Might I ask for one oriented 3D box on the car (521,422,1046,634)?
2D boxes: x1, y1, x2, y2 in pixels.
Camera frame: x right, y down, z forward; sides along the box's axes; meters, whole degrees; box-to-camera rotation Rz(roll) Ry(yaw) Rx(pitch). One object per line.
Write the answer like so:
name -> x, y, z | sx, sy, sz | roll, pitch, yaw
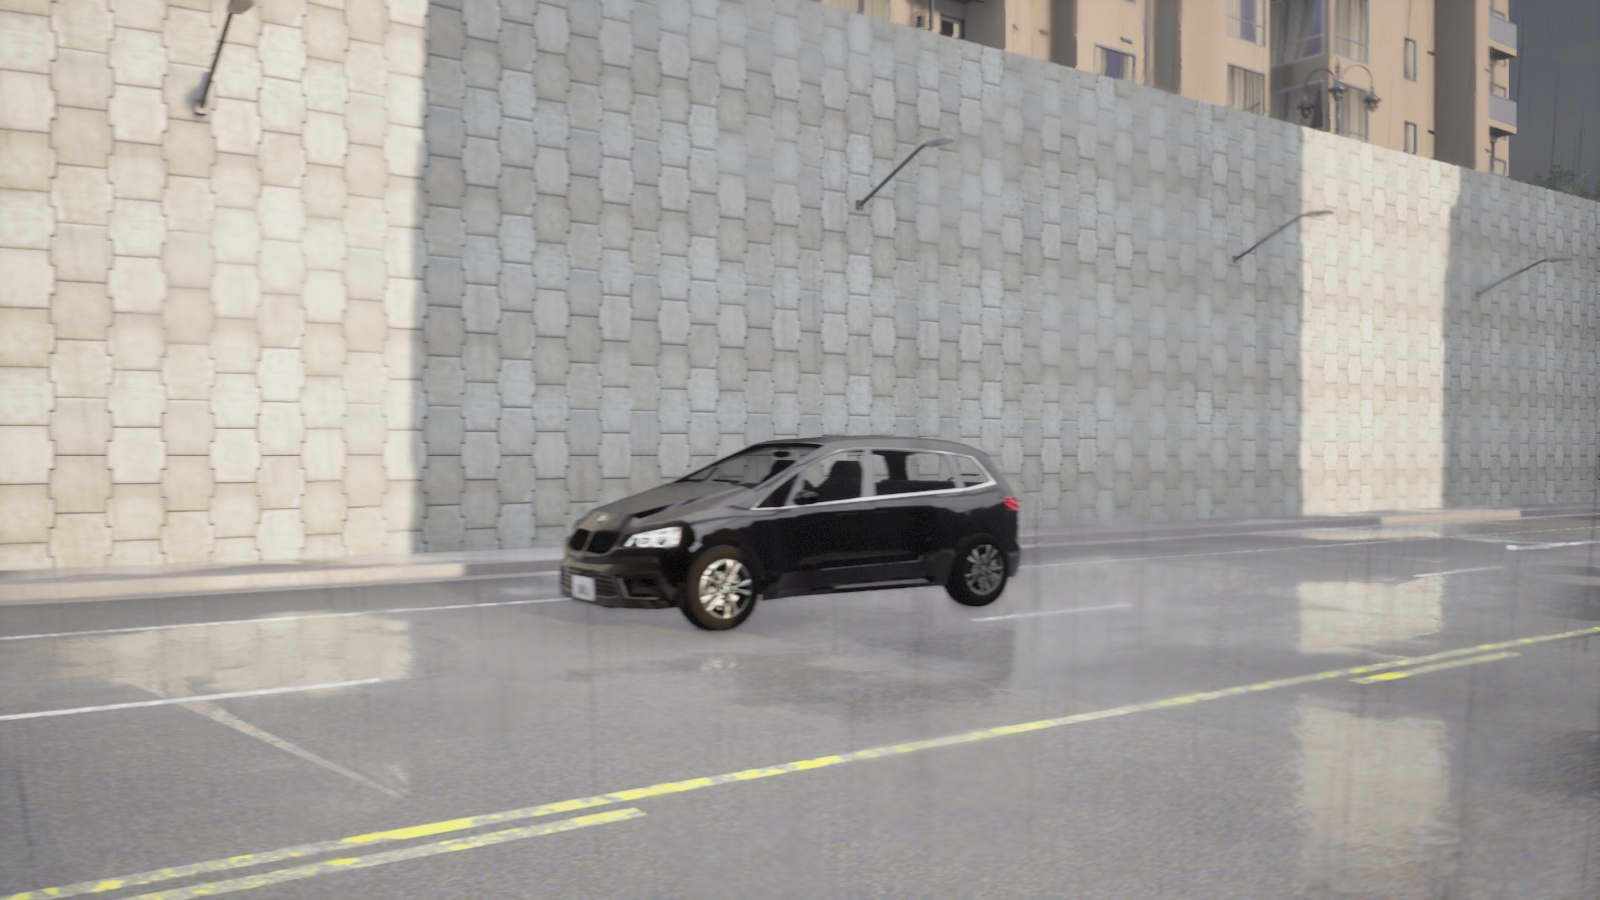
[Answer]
car -> -0.074, 0.619, 12.139 | 4.611, 1.667, 2.242 | 0, 0, -35
